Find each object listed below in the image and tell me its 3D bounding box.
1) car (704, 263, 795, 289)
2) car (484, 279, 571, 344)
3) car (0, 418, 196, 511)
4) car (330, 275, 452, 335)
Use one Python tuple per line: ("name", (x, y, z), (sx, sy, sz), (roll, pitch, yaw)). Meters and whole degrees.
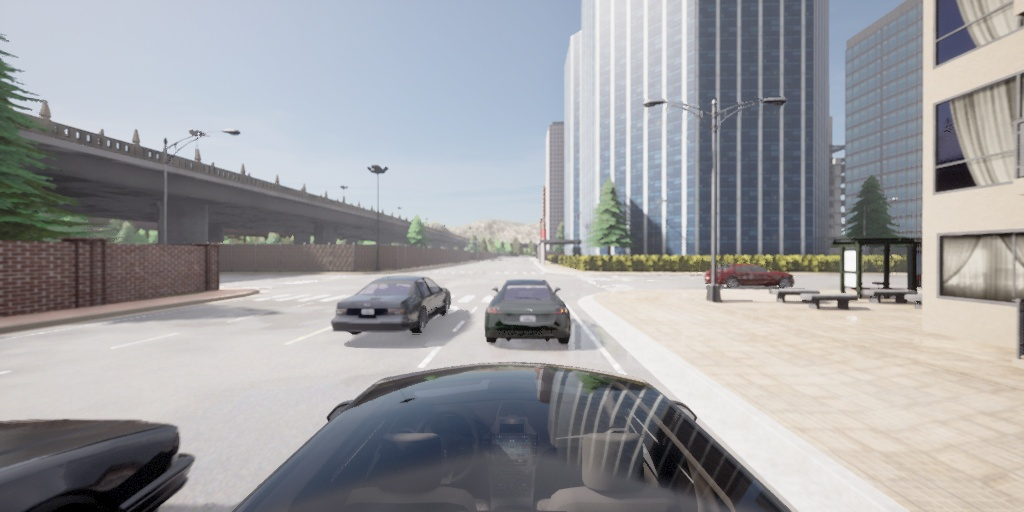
("car", (14.727, 1.224, 22.369), (5.008, 1.535, 1.882), (0, 0, 2))
("car", (0.386, 1.290, 9.591), (1.994, 1.385, 4.181), (0, 0, 1))
("car", (-3.313, 1.301, 0.198), (2.033, 1.411, 5.357), (0, 0, 0))
("car", (-3.117, 1.271, 10.437), (2.033, 1.411, 5.357), (0, 0, 2))
